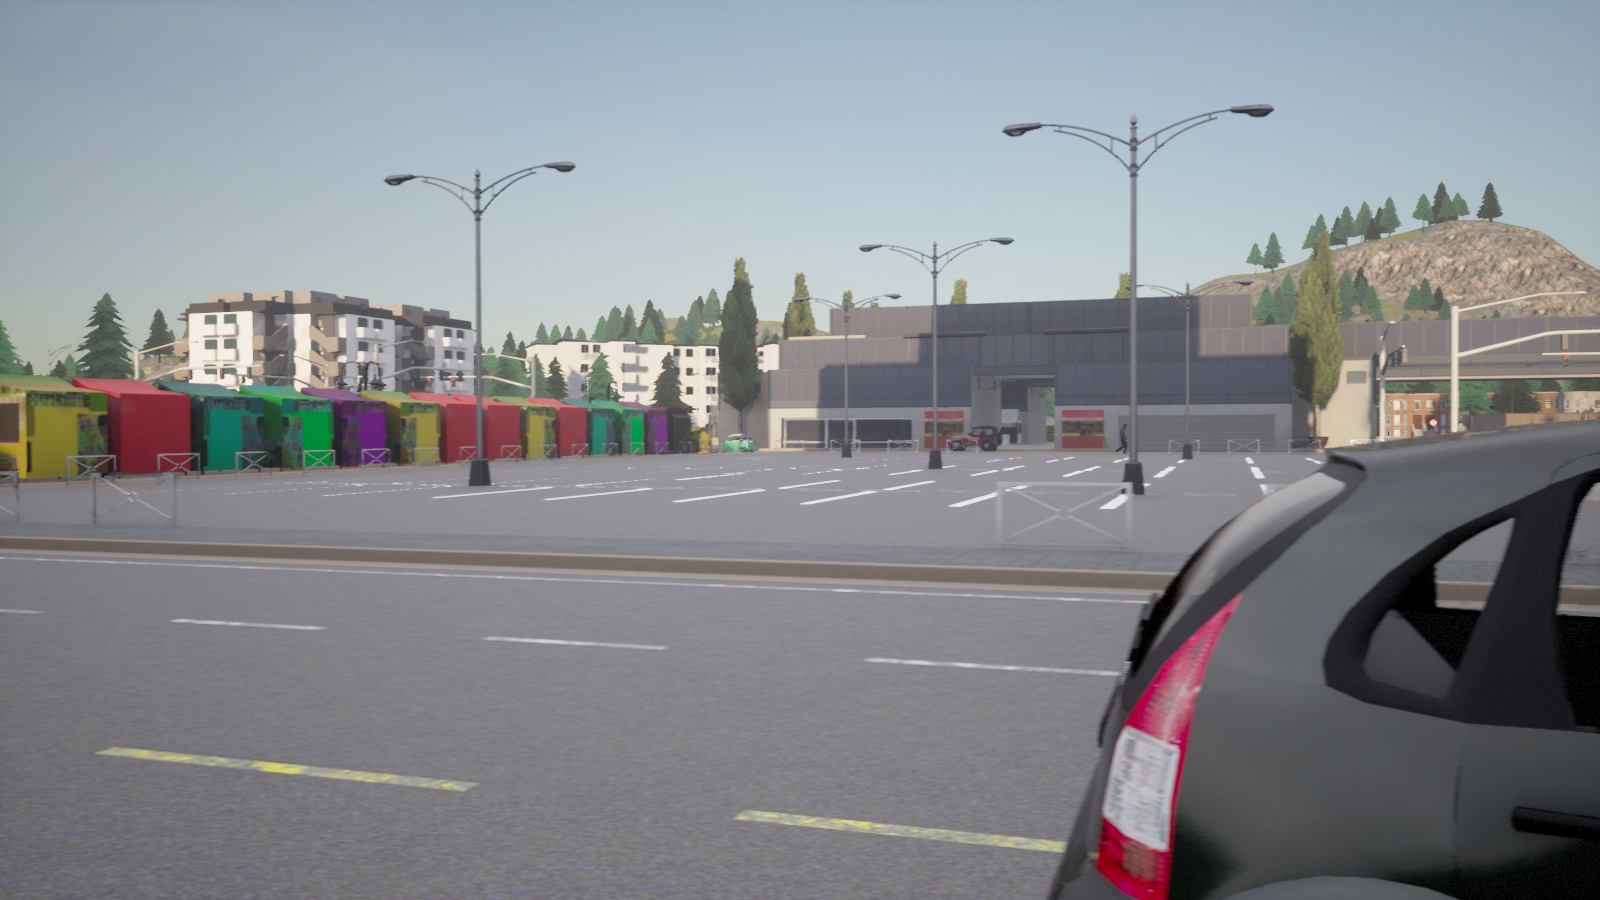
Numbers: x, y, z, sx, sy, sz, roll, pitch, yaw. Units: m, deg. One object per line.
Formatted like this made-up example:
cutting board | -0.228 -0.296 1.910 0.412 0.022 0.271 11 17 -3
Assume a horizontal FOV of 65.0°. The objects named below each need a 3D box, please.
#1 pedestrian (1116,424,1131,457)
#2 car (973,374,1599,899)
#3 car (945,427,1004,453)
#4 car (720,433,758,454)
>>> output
pedestrian | 18.732 -0.555 72.802 0.788 1.949 0.423 1 1 21
car | 2.477 0.696 2.358 3.988 1.617 1.851 1 1 19
car | 12.550 -0.722 90.384 3.866 1.878 1.905 1 1 20
car | -4.158 -0.447 85.416 2.207 1.376 1.481 0 1 20
